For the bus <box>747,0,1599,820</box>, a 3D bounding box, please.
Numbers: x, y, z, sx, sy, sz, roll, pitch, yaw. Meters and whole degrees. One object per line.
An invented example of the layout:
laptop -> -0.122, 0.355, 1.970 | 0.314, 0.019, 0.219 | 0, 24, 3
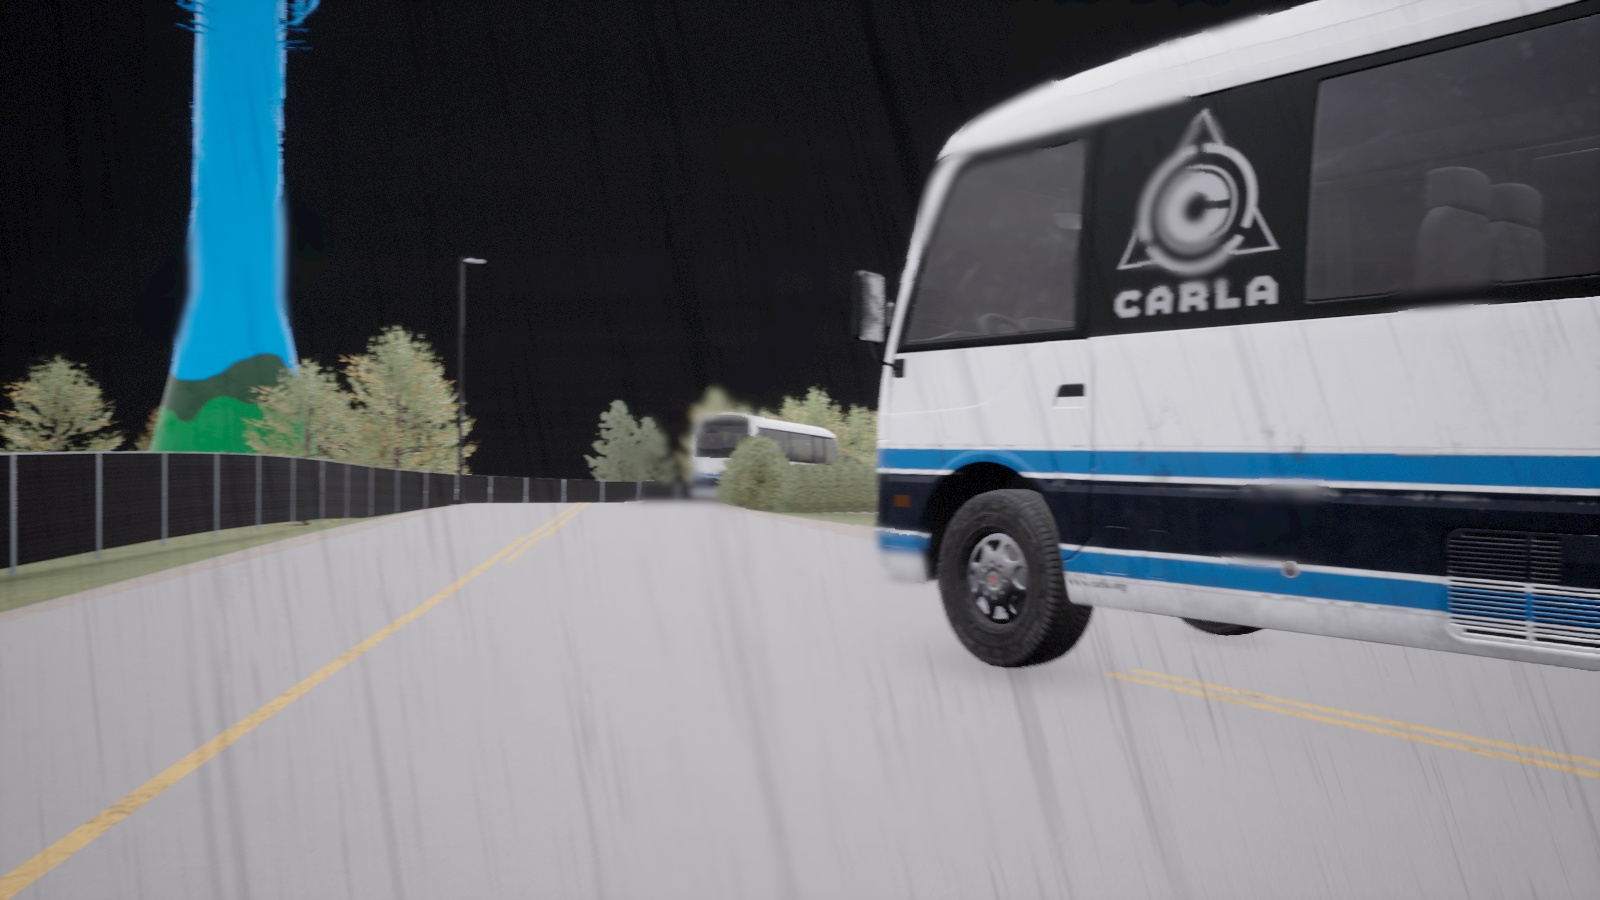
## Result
bus -> 4.308, -0.543, 7.453 | 3.944, 4.253, 10.273 | 0, 0, -38

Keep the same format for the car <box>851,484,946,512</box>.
car -> 5.786, 2.847, 73.840 | 5.366, 1.575, 1.801 | 2, -3, -26

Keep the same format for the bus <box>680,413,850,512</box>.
bus -> -1.406, 0.779, 60.626 | 3.944, 4.253, 10.273 | 0, -3, 25
